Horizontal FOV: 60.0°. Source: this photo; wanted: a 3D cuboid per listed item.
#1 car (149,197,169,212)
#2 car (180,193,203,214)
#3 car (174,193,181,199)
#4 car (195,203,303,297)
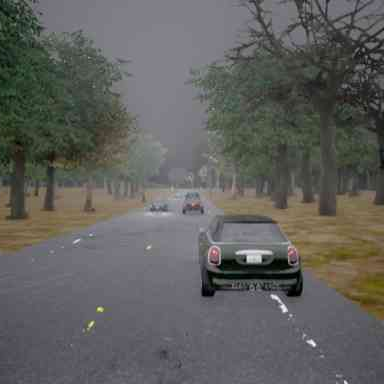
[{"bbox_3d":[-3.534,1.394,36.640,1.837,1.490,4.892,0,0,0],"label":"car"},{"bbox_3d":[0.125,1.254,34.693,2.097,1.767,4.553,0,0,0],"label":"car"},{"bbox_3d":[-3.357,0.934,82.911,1.812,1.442,4.674,0,1,0],"label":"car"},{"bbox_3d":[1.239,1.341,8.726,2.097,1.767,4.553,0,0,0],"label":"car"}]
